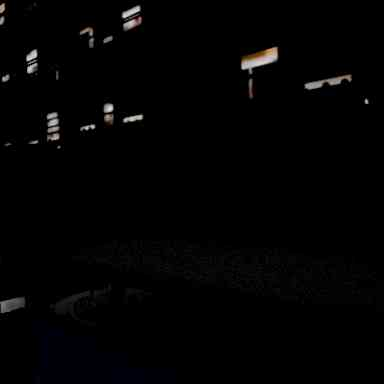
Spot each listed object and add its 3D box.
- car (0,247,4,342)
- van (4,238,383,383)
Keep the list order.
[{"bbox_3d":[-4.194,1.635,5.874,4.313,1.339,1.947,-1,-1,35],"label":"car"},{"bbox_3d":[0.413,1.352,2.589,3.998,1.788,1.690,-1,-1,36],"label":"van"}]
